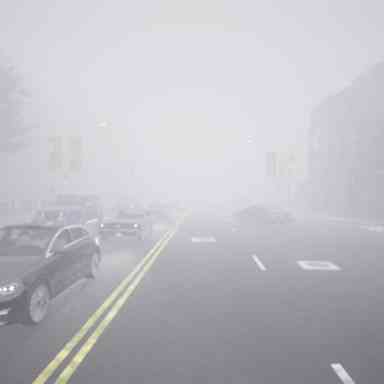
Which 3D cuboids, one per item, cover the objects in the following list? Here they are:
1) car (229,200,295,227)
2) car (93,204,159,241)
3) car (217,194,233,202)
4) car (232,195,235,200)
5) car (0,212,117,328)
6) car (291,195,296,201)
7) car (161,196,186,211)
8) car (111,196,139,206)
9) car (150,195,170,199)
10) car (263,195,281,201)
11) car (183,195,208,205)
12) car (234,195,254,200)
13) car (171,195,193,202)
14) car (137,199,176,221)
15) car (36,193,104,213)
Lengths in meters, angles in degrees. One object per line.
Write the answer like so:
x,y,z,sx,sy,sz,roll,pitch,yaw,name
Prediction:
4.666,1.482,22.255,2.033,1.411,5.357,0,0,-19,car
-3.036,1.504,16.341,1.895,1.301,4.718,0,0,2,car
7.681,1.242,67.252,2.128,1.511,4.902,0,0,35,car
10.518,1.279,65.187,2.128,1.511,4.902,1,0,38,car
-3.382,1.434,7.075,2.128,1.511,4.902,0,0,2,car
22.642,1.372,71.915,4.674,1.442,1.812,0,0,-29,car
-2.085,1.412,38.320,1.895,1.301,4.718,0,0,4,car
-5.948,1.169,30.682,2.097,1.767,4.553,0,0,3,car
-4.853,1.263,45.373,1.837,1.490,4.892,0,0,9,car
17.448,1.330,72.514,4.674,1.442,1.812,0,0,-37,car
0.551,1.365,53.274,1.895,1.301,4.718,1,0,19,car
8.856,1.345,54.888,1.812,1.442,4.674,0,0,23,car
-1.855,1.290,64.634,1.895,1.301,4.718,1,0,32,car
-2.659,1.463,26.010,1.895,1.301,4.718,0,0,2,car
-6.465,1.089,18.194,2.150,2.045,5.566,0,0,2,car
